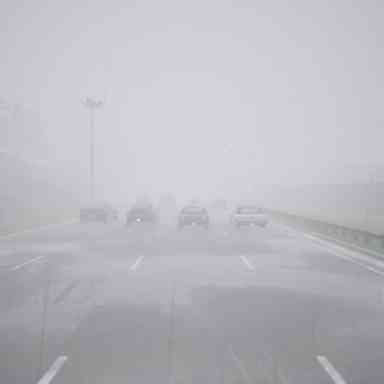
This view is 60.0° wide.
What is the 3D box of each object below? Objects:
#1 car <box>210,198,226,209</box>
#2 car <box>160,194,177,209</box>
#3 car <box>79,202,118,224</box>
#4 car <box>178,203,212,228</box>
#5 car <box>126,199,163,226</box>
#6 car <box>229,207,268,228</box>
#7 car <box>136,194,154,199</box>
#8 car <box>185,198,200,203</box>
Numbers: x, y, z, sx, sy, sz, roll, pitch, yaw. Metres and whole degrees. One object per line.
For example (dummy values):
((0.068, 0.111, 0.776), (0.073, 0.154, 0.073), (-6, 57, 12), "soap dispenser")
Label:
((3.603, 1.532, 45.886), (1.837, 1.490, 4.892), (0, 1, 0), "car")
((-3.391, 1.248, 47.003), (2.150, 2.045, 5.566), (0, 0, 0), "car")
((-6.891, 1.491, 25.077), (1.882, 1.535, 5.008), (0, 0, 0), "car")
((0.107, 1.613, 21.993), (1.895, 1.301, 4.718), (0, 0, 0), "car")
((-3.393, 1.517, 23.523), (1.837, 1.490, 4.892), (0, 0, 0), "car")
((3.608, 1.613, 22.001), (1.895, 1.301, 4.718), (0, 0, 0), "car")
((-6.883, 1.246, 49.120), (2.150, 2.045, 5.566), (0, 0, 0), "car")
((0.103, 1.532, 45.974), (1.837, 1.490, 4.892), (0, 1, 0), "car")
